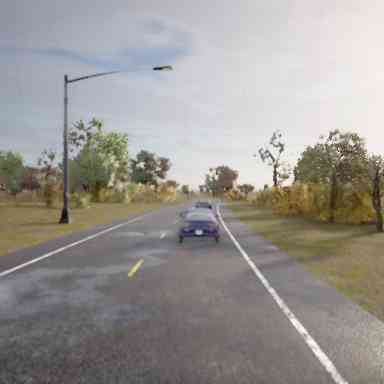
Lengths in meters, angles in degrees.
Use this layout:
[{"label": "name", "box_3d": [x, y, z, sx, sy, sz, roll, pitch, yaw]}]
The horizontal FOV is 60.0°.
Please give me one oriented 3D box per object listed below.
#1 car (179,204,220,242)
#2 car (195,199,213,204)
[{"label": "car", "box_3d": [0.358, 1.521, 16.272, 1.812, 1.442, 4.674, 0, 0, 2]}, {"label": "car", "box_3d": [1.373, 1.536, 38.609, 2.128, 1.511, 4.902, 0, 0, 4]}]
